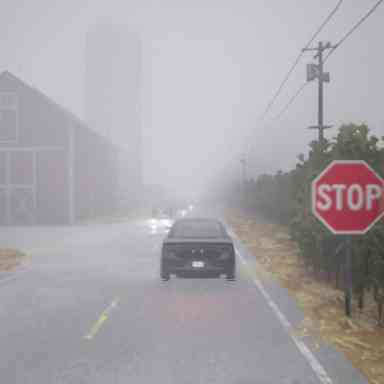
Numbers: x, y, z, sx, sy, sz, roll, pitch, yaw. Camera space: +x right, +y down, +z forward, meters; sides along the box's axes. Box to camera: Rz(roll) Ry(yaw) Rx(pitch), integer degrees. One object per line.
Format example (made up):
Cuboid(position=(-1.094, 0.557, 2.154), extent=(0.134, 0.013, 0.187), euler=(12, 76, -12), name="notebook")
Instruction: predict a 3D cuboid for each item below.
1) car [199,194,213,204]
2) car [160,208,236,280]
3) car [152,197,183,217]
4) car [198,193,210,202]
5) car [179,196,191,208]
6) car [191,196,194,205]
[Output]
Cuboid(position=(2.850, 1.509, 63.164), extent=(2.128, 1.511, 4.902), euler=(0, 0, -1), name="car")
Cuboid(position=(0.176, 1.480, 9.999), extent=(1.882, 1.535, 5.008), euler=(0, 0, 1), name="car")
Cuboid(position=(-2.504, 1.501, 31.350), extent=(2.128, 1.511, 4.902), euler=(0, 0, 5), name="car")
Cuboid(position=(2.668, 1.206, 73.272), extent=(2.097, 1.767, 4.553), euler=(0, 0, -4), name="car")
Cuboid(position=(-1.743, 1.367, 41.978), extent=(2.097, 1.767, 4.553), euler=(0, 0, 4), name="car")
Cuboid(position=(-0.602, 1.509, 57.923), extent=(2.128, 1.511, 4.902), euler=(0, 0, 3), name="car")
